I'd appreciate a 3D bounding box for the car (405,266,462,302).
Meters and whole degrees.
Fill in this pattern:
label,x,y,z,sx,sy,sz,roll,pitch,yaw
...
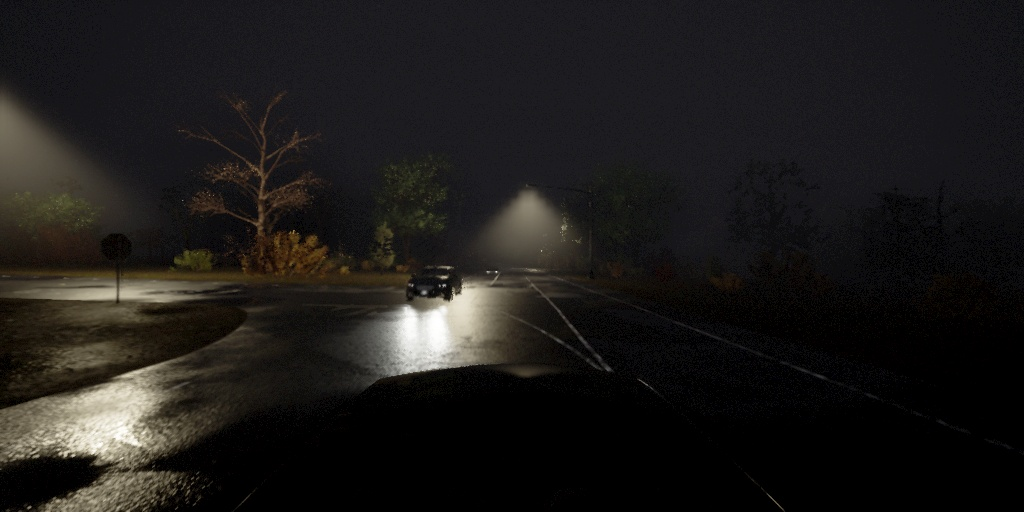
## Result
label,x,y,z,sx,sy,sz,roll,pitch,yaw
car,-3.489,1.221,16.743,2.128,1.511,4.902,1,-1,0
